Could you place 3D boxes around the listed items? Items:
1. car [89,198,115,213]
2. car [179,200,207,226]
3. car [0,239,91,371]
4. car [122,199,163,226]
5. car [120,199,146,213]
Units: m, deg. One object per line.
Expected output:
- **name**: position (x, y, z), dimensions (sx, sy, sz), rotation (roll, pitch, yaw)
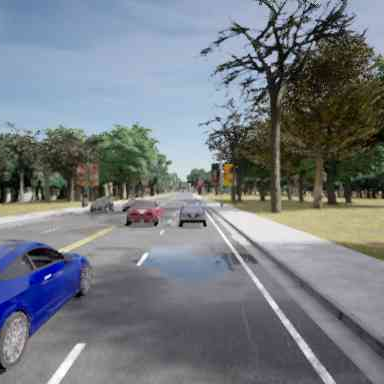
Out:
- **car**: position (-9.893, 1.482, 36.877), dimensions (1.837, 1.490, 4.892), rotation (0, 0, 0)
- **car**: position (0.042, 1.527, 23.100), dimensions (2.033, 1.411, 5.357), rotation (0, 0, -1)
- **car**: position (-3.154, 1.520, 5.543), dimensions (1.812, 1.442, 4.674), rotation (0, 0, 0)
- **car**: position (-3.204, 1.331, 23.340), dimensions (2.097, 1.767, 4.553), rotation (0, 0, 0)
- **car**: position (-6.637, 1.577, 38.094), dimensions (2.033, 1.411, 5.357), rotation (0, 0, 0)
